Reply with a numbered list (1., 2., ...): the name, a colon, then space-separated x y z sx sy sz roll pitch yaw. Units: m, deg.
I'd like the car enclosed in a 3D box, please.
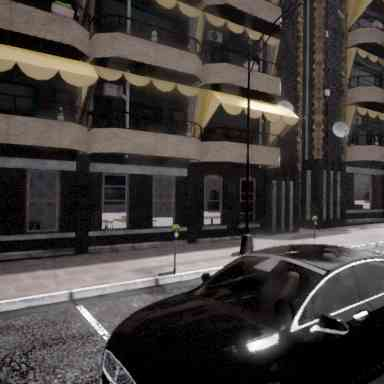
1. car: 1.338 1.506 4.245 4.892 1.490 1.837 0 0 -33
